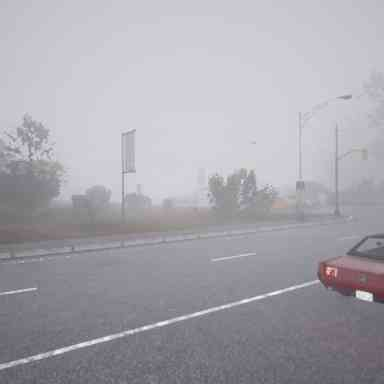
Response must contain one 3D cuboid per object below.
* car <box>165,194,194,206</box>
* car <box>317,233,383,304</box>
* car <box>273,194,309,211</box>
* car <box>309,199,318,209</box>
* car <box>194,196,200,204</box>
[{"bbox_3d":[-2.320,1.284,51.691,1.882,1.535,5.008,-1,0,-39],"label":"car"},{"bbox_3d":[4.905,1.570,7.270,4.718,1.301,1.895,0,0,-36],"label":"car"},{"bbox_3d":[9.858,1.275,36.578,1.882,1.535,5.008,-1,1,-39],"label":"car"},{"bbox_3d":[12.415,1.120,38.982,2.097,1.767,4.553,-1,0,-39],"label":"car"},{"bbox_3d":[-0.691,1.130,55.252,2.097,1.767,4.553,-1,0,-39],"label":"car"}]
